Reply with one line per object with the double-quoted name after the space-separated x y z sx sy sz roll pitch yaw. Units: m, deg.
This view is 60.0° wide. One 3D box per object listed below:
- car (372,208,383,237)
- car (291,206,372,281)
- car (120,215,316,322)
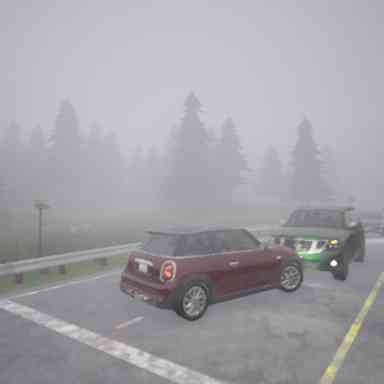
11.835 2.025 21.848 1.837 1.490 4.892 -2 -2 35 "car"
4.426 1.505 11.330 2.150 2.045 5.566 -1 -2 35 "car"
0.688 1.576 8.010 4.553 1.767 2.097 1 -2 -38 "car"
